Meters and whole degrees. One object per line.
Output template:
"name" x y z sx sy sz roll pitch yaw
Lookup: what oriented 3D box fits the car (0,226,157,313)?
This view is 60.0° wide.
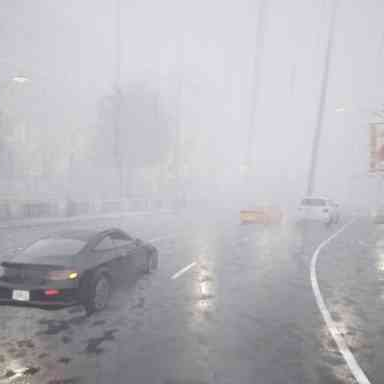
"car" -2.250 1.494 7.581 1.812 1.442 4.674 0 0 12

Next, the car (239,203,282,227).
"car" 4.964 1.521 23.503 1.882 1.535 5.008 1 0 30

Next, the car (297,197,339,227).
"car" 9.135 1.403 23.962 2.150 2.045 5.566 1 -1 30
